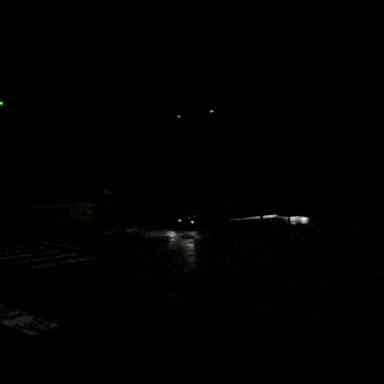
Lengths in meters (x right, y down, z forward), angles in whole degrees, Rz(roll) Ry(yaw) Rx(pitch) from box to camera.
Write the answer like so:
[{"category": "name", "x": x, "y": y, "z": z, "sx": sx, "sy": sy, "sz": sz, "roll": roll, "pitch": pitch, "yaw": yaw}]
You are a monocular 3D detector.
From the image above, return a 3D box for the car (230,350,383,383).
[{"category": "car", "x": 2.067, "y": 1.553, "z": 1.477, "sx": 4.403, "sy": 1.369, "sz": 2.008, "roll": 0, "pitch": 0, "yaw": 36}]

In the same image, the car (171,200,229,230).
[{"category": "car", "x": 0.757, "y": 1.646, "z": 25.000, "sx": 2.150, "sy": 2.045, "sz": 5.566, "roll": 0, "pitch": -1, "yaw": 36}]

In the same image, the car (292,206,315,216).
[{"category": "car", "x": 15.092, "y": 2.542, "z": 44.956, "sx": 1.895, "sy": 1.301, "sz": 4.718, "roll": 0, "pitch": -1, "yaw": 36}]
